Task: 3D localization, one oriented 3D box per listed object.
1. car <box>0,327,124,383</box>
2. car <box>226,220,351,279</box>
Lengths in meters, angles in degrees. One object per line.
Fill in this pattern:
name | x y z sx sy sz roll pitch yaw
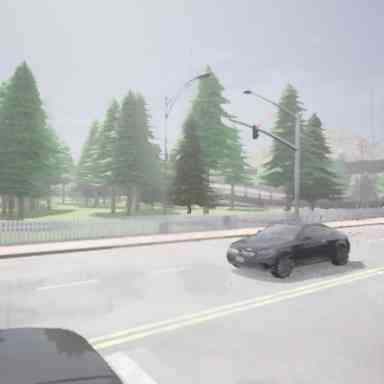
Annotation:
car | -2.963 1.527 1.651 5.357 1.411 2.033 1 -1 -35
car | 3.216 1.638 10.563 4.674 1.442 1.812 1 -1 -36
